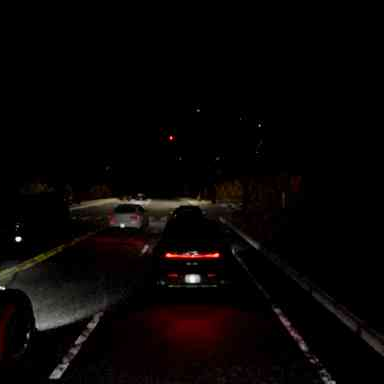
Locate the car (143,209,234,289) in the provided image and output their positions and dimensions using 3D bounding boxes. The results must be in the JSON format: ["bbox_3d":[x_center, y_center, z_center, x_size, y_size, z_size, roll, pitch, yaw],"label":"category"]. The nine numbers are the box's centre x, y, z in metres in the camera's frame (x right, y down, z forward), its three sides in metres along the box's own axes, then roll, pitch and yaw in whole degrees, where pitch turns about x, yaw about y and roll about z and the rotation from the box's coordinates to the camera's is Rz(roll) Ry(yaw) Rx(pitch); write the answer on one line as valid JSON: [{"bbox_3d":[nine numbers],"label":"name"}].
[{"bbox_3d":[-0.009,1.439,8.945,1.837,1.490,4.892,0,0,-1],"label":"car"}]

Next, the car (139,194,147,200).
[{"bbox_3d":[-12.136,1.124,82.741,1.994,1.385,4.181,0,0,-8],"label":"car"}]

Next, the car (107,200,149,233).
[{"bbox_3d":[-3.513,1.394,18.681,1.812,1.442,4.674,0,0,-2],"label":"car"}]

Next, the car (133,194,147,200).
[{"bbox_3d":[-10.268,1.129,67.399,2.128,1.511,4.902,0,0,-6],"label":"car"}]

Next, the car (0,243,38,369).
[{"bbox_3d":[-3.188,1.539,3.051,1.994,1.385,4.181,0,0,-1],"label":"car"}]

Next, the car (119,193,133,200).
[{"bbox_3d":[-13.487,1.147,66.960,1.812,1.442,4.674,0,0,-6],"label":"car"}]

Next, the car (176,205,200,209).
[{"bbox_3d":[-0.224,1.418,18.352,2.033,1.411,5.357,0,0,-2],"label":"car"}]

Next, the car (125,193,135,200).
[{"bbox_3d":[-15.355,1.099,82.297,2.128,1.511,4.902,0,0,-8],"label":"car"}]

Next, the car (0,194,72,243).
[{"bbox_3d":[-6.769,1.124,13.652,2.150,2.045,5.566,0,0,-1],"label":"car"}]
